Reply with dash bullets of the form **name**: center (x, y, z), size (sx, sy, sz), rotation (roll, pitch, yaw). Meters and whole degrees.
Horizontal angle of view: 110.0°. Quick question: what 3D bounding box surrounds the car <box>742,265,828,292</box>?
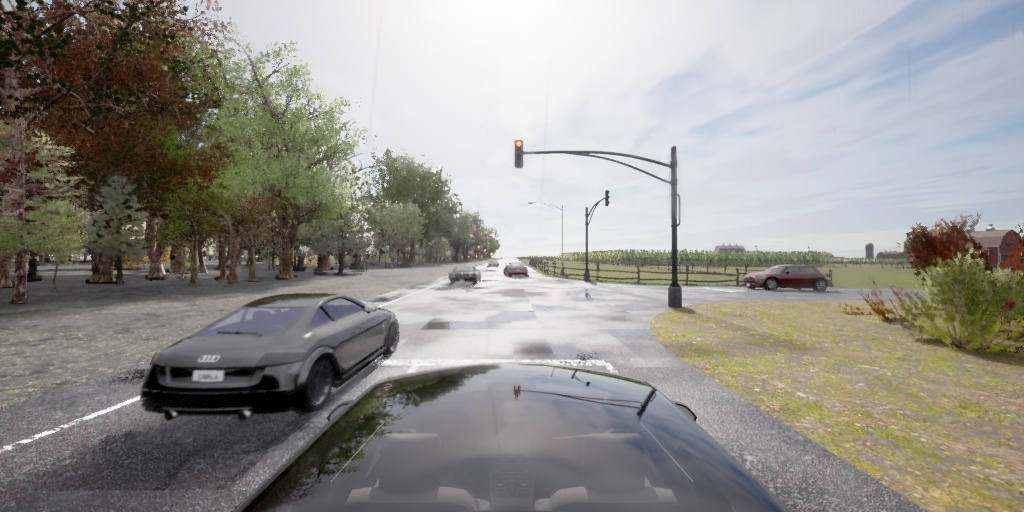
- **car**: center (17.762, 1.353, 23.496), size (4.553, 1.767, 2.097), rotation (1, -1, 1)

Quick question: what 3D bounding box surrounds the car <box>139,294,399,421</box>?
- **car**: center (-3.396, 1.315, 6.020), size (1.994, 1.385, 4.181), rotation (0, 0, 0)

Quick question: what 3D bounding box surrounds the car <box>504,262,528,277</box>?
- **car**: center (0.379, 1.319, 35.651), size (1.994, 1.385, 4.181), rotation (0, 0, -7)

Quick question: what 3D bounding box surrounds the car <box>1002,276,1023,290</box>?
- **car**: center (35.222, 1.694, 23.358), size (4.892, 1.490, 1.837), rotation (1, -1, 0)

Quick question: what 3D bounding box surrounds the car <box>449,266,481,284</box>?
- **car**: center (-3.373, 1.355, 26.600), size (1.895, 1.301, 4.718), rotation (0, 0, 0)
